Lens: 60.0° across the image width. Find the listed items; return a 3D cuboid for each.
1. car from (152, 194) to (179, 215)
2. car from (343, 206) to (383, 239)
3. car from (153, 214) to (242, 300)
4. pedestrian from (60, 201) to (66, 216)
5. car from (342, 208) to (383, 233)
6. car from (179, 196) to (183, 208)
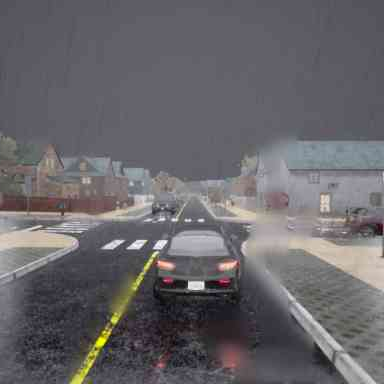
[{"bbox_3d":[-2.771,1.214,34.057,2.150,2.045,5.566,0,0,0],"label":"car"},{"bbox_3d":[11.095,1.640,18.648,4.553,1.767,2.097,1,1,3],"label":"car"},{"bbox_3d":[0.175,1.523,8.303,1.812,1.442,4.674,0,0,2],"label":"car"},{"bbox_3d":[-9.620,1.242,24.741,0.500,1.100,0.500,0,0,1],"label":"pedestrian"},{"bbox_3d":[12.235,1.811,21.416,4.181,1.385,1.994,1,1,1],"label":"car"},{"bbox_3d":[-2.724,1.549,46.189,1.994,1.385,4.181,0,0,0],"label":"car"}]
